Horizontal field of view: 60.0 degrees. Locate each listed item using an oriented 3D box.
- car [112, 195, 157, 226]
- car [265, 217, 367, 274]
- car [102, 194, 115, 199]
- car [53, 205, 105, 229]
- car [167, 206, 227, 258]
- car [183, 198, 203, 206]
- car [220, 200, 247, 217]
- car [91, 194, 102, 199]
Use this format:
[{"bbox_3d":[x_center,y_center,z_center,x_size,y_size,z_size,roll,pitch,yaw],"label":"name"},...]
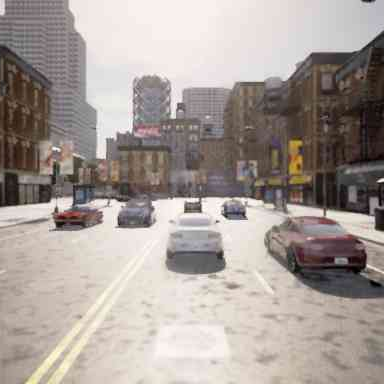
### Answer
[{"bbox_3d":[-3.596,1.262,22.273,2.097,1.767,4.553,0,0,0],"label":"car"},{"bbox_3d":[3.589,1.484,10.307,1.812,1.442,4.674,0,0,0],"label":"car"},{"bbox_3d":[-20.440,1.245,86.844,4.718,1.301,1.895,0,0,30],"label":"car"},{"bbox_3d":[-7.097,1.515,21.240,1.895,1.301,4.718,0,0,0],"label":"car"},{"bbox_3d":[0.096,1.476,12.350,1.812,1.442,4.674,0,0,0],"label":"car"},{"bbox_3d":[0.104,1.351,34.833,2.128,1.511,4.902,0,0,0],"label":"car"},{"bbox_3d":[3.603,1.429,29.480,2.033,1.411,5.357,0,0,0],"label":"car"},{"bbox_3d":[-25.743,1.162,89.016,4.674,1.452,2.002,0,0,20],"label":"car"}]
